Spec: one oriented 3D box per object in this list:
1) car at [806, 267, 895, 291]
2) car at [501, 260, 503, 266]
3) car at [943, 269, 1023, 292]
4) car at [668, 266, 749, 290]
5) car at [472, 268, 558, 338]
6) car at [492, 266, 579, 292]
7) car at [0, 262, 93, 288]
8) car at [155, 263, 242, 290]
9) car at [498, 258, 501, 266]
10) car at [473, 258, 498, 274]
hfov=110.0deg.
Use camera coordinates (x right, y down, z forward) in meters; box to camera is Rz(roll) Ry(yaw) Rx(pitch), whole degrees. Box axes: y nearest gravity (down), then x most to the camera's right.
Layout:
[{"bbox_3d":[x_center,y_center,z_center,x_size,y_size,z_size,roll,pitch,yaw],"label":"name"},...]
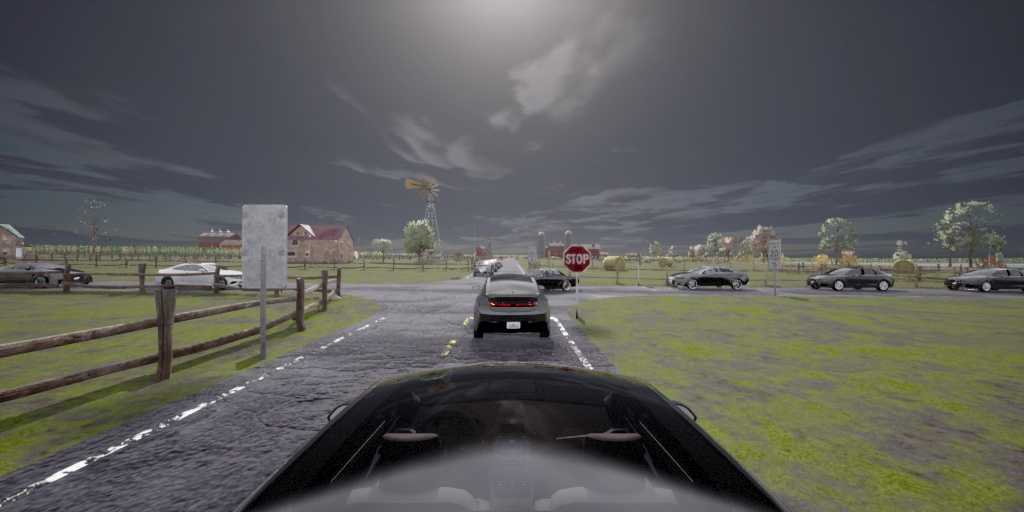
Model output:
[{"bbox_3d":[22.201,1.499,23.648,4.892,1.490,1.837,1,-1,-1],"label":"car"},{"bbox_3d":[-2.817,1.240,55.879,2.128,1.511,4.902,0,0,0],"label":"car"},{"bbox_3d":[31.704,1.587,23.768,4.892,1.490,1.837,1,-1,-1],"label":"car"},{"bbox_3d":[12.800,1.397,23.478,4.902,1.511,2.128,1,-1,-2],"label":"car"},{"bbox_3d":[-0.073,1.256,10.204,1.837,1.490,4.892,0,0,-3],"label":"car"},{"bbox_3d":[1.501,1.369,20.250,4.718,1.301,1.895,1,0,-35],"label":"car"},{"bbox_3d":[-26.362,1.048,20.041,4.181,1.385,1.994,1,-1,-1],"label":"car"},{"bbox_3d":[-17.242,1.103,20.162,4.674,1.442,1.812,1,-1,-1],"label":"car"},{"bbox_3d":[-2.849,1.241,46.337,2.128,1.511,4.902,0,0,0],"label":"car"},{"bbox_3d":[-2.856,1.243,36.891,2.128,1.511,4.902,0,0,0],"label":"car"}]
